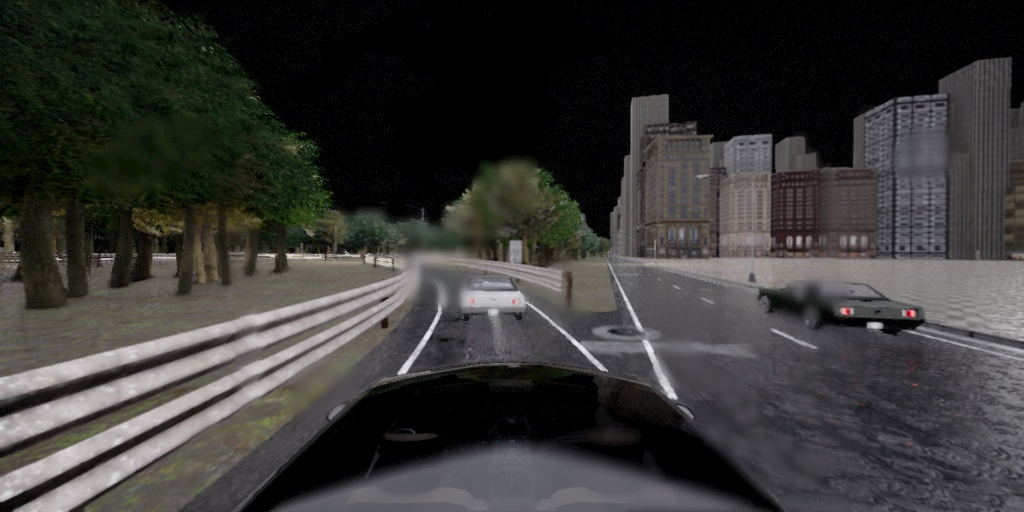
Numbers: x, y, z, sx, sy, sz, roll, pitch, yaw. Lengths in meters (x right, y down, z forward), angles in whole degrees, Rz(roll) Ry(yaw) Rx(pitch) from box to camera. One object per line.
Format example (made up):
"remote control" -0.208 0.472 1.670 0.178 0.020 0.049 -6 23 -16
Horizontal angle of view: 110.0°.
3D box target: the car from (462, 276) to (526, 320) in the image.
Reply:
"car" -0.757 1.335 12.519 1.895 1.301 4.718 0 0 -7

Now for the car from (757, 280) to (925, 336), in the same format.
"car" 9.266 1.378 10.752 1.895 1.301 4.718 0 0 14

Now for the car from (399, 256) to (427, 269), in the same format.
"car" -12.514 0.906 46.069 2.033 1.411 5.357 0 1 -31

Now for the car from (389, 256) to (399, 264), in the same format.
"car" -17.821 0.716 55.316 2.033 1.411 5.357 0 1 -24
